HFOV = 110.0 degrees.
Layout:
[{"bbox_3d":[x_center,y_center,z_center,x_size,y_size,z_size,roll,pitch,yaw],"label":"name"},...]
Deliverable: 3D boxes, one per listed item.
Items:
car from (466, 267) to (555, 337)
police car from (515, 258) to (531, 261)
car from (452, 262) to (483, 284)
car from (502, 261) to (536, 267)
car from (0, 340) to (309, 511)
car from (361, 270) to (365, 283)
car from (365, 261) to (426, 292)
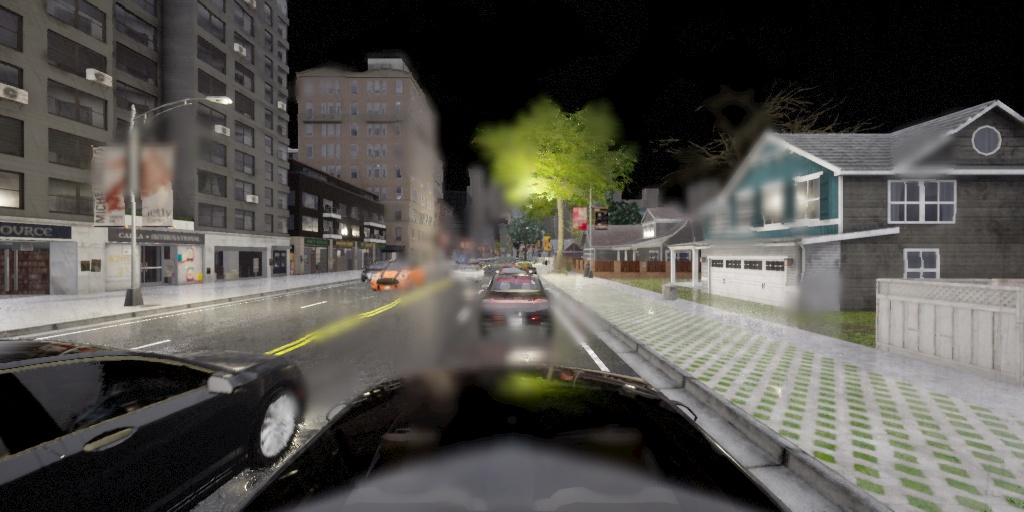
[{"bbox_3d":[0.111,1.239,10.330,2.128,1.511,4.902,0,0,0],"label":"car"},{"bbox_3d":[1.003,1.155,29.563,1.930,1.638,5.238,0,0,0],"label":"police car"},{"bbox_3d":[-3.125,1.334,26.330,1.895,1.301,4.718,0,0,0],"label":"car"},{"bbox_3d":[0.119,1.218,19.834,1.882,1.535,5.008,0,0,0],"label":"car"},{"bbox_3d":[-3.148,1.252,1.987,1.837,1.490,4.892,0,-1,0],"label":"car"},{"bbox_3d":[-9.823,1.224,27.364,2.128,1.511,4.902,0,0,0],"label":"car"},{"bbox_3d":[-6.580,1.091,21.229,2.097,1.767,4.553,0,0,0],"label":"car"}]
